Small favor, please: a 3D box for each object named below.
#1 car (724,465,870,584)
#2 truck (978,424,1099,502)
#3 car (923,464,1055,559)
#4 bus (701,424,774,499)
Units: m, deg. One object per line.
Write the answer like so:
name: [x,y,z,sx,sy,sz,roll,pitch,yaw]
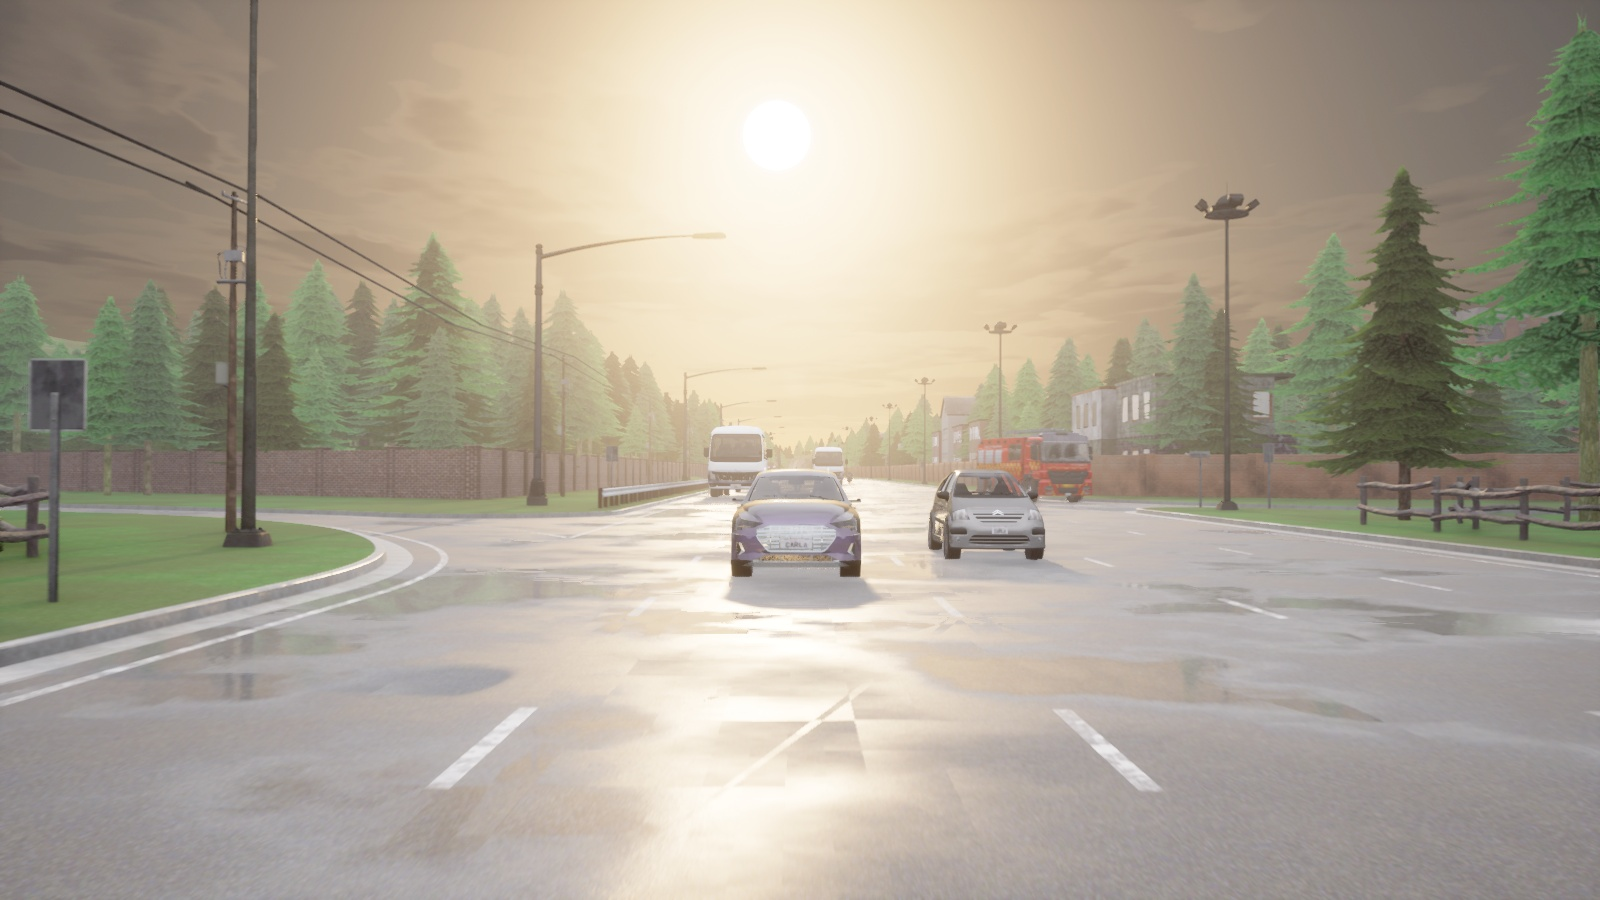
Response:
car: [-0.050,1.080,19.992,2.033,1.649,4.856,0,-1,0]
truck: [12.386,0.710,66.275,2.891,3.827,8.468,0,-1,-15]
car: [3.442,1.094,23.545,1.851,1.617,3.988,0,-1,0]
bus: [-3.693,0.738,76.665,3.944,4.253,10.273,0,-1,0]
